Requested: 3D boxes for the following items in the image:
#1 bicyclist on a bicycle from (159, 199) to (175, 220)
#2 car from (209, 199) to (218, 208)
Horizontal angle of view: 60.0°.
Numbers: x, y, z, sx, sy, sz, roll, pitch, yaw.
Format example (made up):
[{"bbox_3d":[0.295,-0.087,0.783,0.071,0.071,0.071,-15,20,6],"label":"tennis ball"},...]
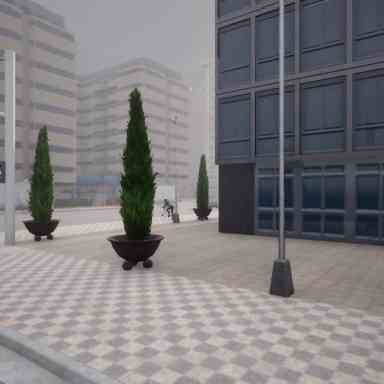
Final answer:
[{"bbox_3d":[-1.908,1.356,25.824,1.656,1.620,0.582,0,0,35],"label":"bicyclist on a bicycle"},{"bbox_3d":[2.480,1.619,46.380,1.994,1.385,4.181,0,0,35],"label":"car"}]
